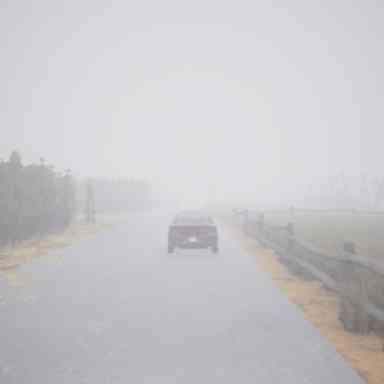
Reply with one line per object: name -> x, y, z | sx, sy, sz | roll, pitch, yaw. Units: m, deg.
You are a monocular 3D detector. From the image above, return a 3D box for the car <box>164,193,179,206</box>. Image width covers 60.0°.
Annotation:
car -> -3.197, 1.255, 53.812 | 2.150, 2.045, 5.566 | 0, 0, 0

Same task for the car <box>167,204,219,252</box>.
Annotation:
car -> 0.046, 1.486, 13.949 | 1.882, 1.535, 5.008 | 0, 0, 0
